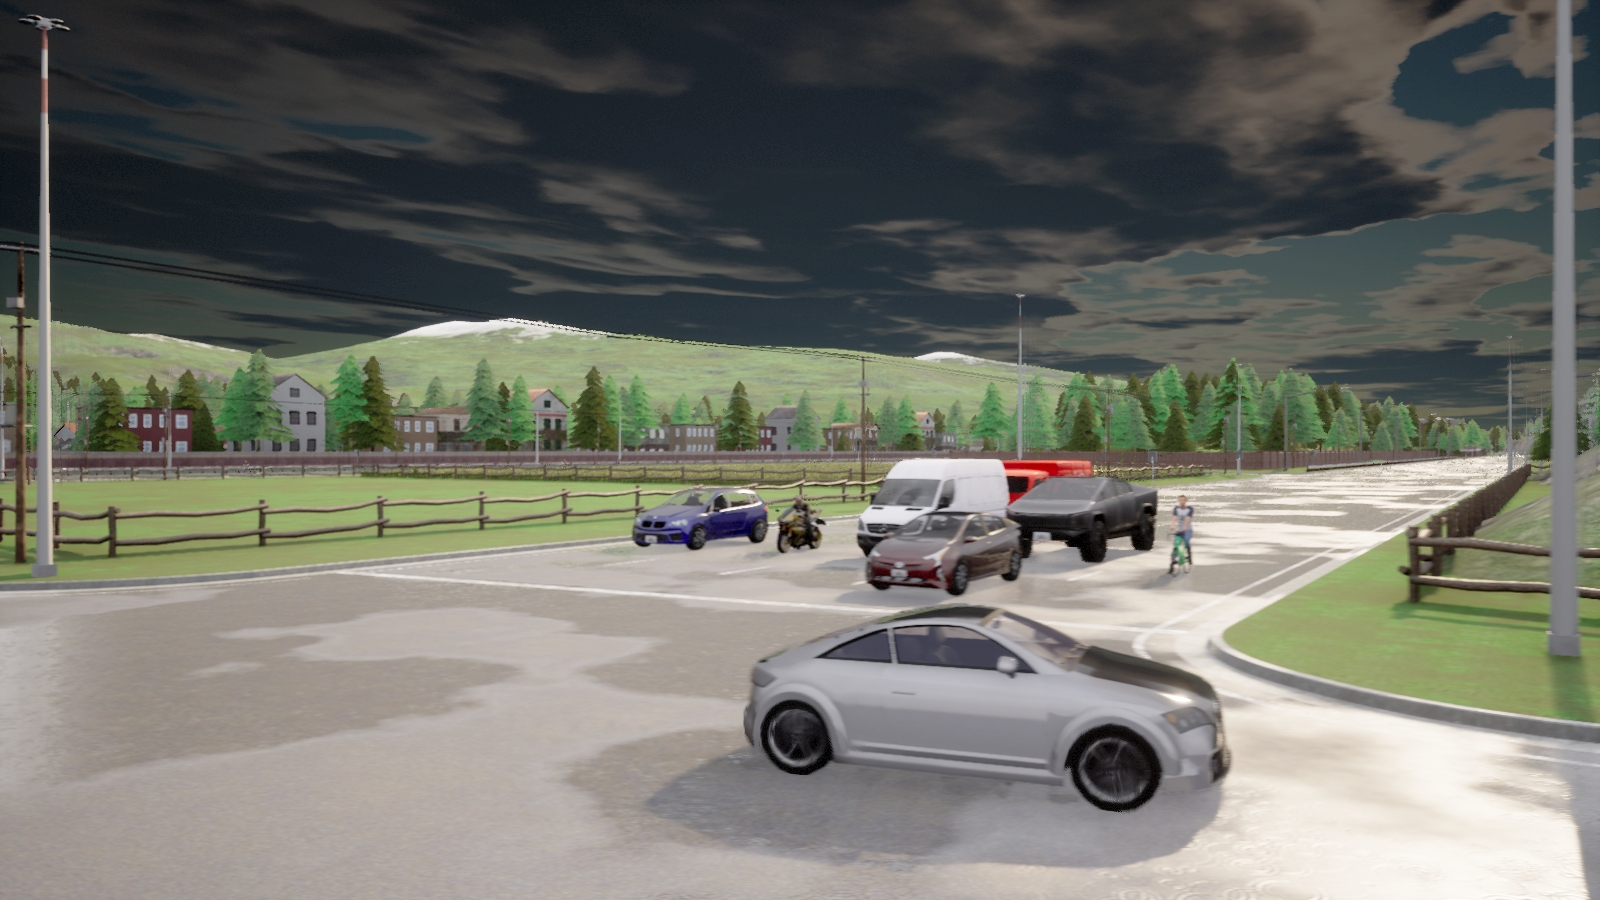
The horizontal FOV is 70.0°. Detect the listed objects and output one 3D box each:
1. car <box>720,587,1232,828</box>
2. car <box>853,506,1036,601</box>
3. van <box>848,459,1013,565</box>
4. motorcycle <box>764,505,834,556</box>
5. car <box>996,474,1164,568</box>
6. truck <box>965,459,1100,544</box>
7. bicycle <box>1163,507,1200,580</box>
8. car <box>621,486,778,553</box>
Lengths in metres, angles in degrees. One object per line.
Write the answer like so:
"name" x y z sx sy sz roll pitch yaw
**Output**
"car" 1.609 2.119 10.177 4.181 1.385 1.994 0 0 21
"car" 3.103 2.041 23.634 2.007 1.525 4.514 0 0 33
"van" 3.669 1.535 30.890 1.988 2.561 5.915 0 0 33
"motorcycle" -0.002 2.205 31.671 0.867 1.251 2.209 0 0 33
"car" 7.619 1.756 30.512 2.390 2.098 6.274 0 0 33
"truck" 7.633 1.568 37.075 2.627 2.467 5.204 0 0 33
"bicycle" 8.522 2.058 25.522 0.373 1.496 1.643 0 0 33
"car" -2.871 1.967 33.675 2.242 1.667 4.611 0 0 34
